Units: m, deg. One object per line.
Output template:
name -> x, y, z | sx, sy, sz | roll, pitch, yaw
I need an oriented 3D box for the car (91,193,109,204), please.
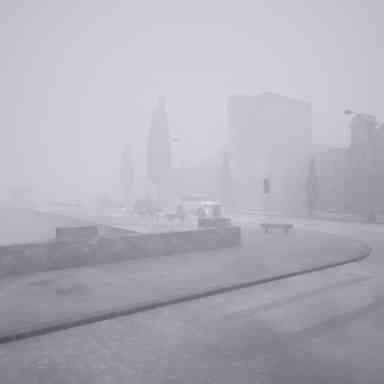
car -> -17.205, 1.221, 62.571 | 2.150, 2.045, 5.566 | 0, 0, -36

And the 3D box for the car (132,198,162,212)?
car -> -5.339, 1.505, 38.746 | 1.837, 1.490, 4.892 | 0, 0, -36

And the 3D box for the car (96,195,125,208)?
car -> -11.372, 1.547, 47.228 | 2.033, 1.411, 5.357 | 0, 0, -36

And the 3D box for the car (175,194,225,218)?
car -> 0.577, 1.221, 30.454 | 2.150, 2.045, 5.566 | 0, 0, -36
